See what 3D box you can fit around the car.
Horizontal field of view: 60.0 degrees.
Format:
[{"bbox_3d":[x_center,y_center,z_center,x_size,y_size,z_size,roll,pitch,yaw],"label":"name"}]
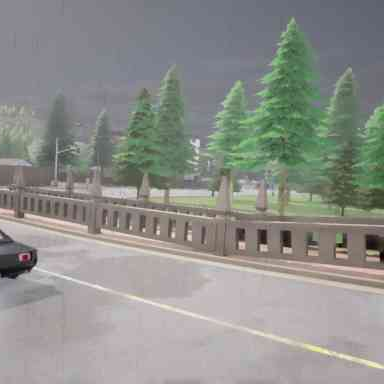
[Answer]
[{"bbox_3d":[-5.917,1.387,8.177,4.718,1.301,1.895,3,2,35],"label":"car"}]
